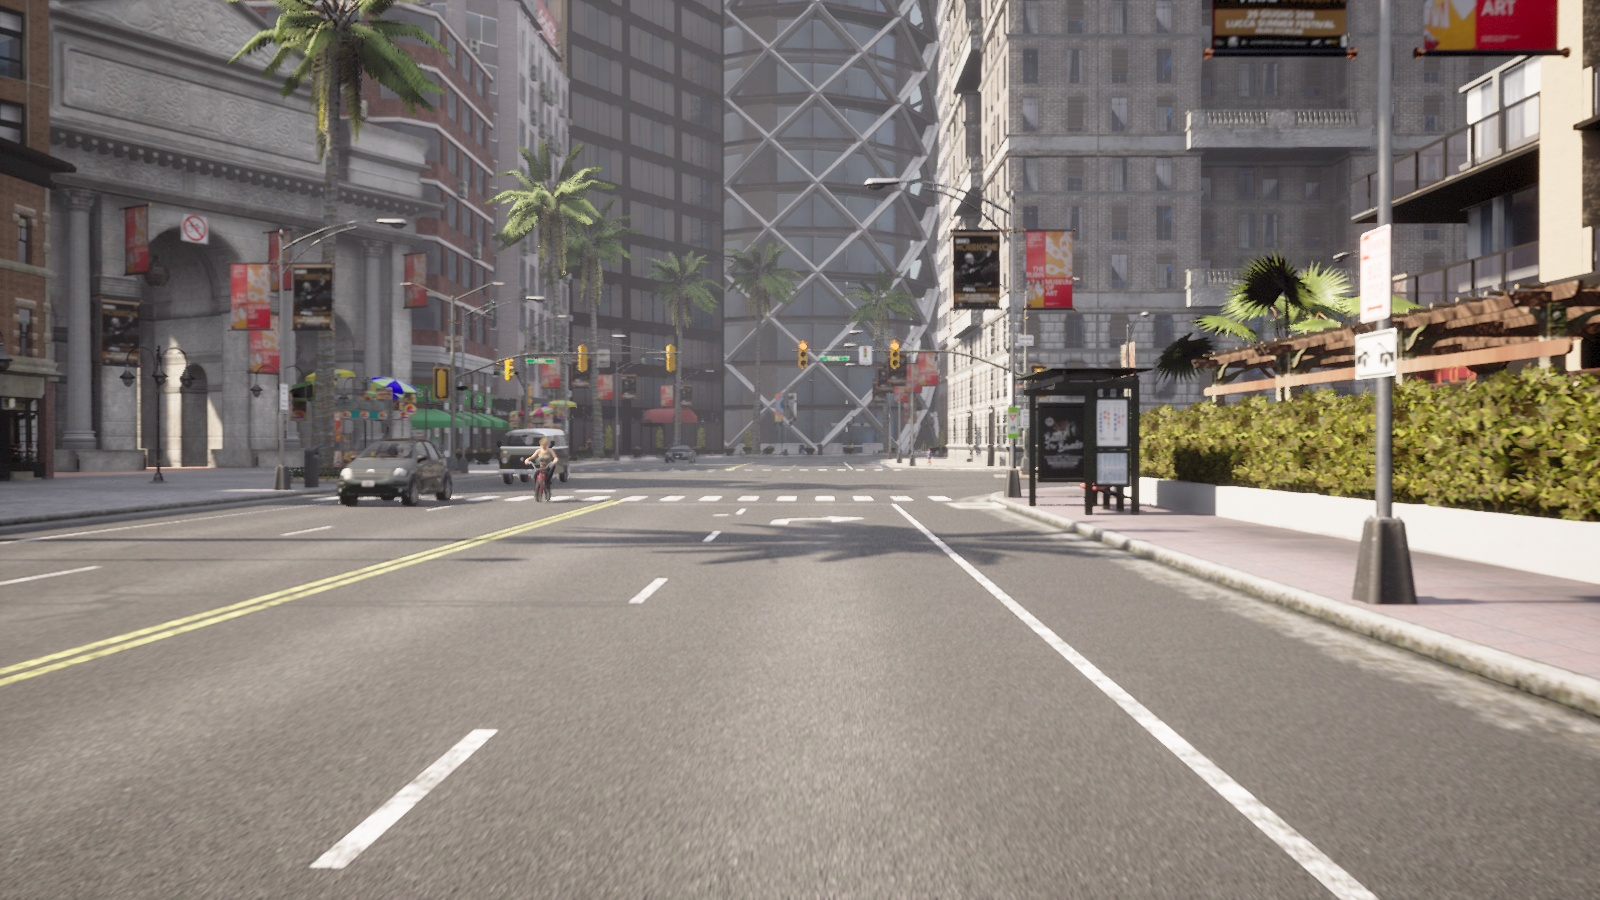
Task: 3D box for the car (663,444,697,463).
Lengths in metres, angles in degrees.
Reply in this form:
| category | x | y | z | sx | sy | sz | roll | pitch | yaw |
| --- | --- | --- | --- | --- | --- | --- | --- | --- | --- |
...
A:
| category | x | y | z | sx | sy | sz | roll | pitch | yaw |
| --- | --- | --- | --- | --- | --- | --- | --- | --- | --- |
| car | -8.934 | 0.274 | 93.712 | 1.994 | 1.385 | 4.181 | 0 | 0 | 2 |

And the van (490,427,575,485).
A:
| category | x | y | z | sx | sy | sz | roll | pitch | yaw |
| --- | --- | --- | --- | --- | --- | --- | --- | --- | --- |
| van | -9.736 | 0.202 | 46.073 | 2.069 | 2.038 | 4.480 | 0 | 0 | 1 |

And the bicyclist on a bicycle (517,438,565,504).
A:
| category | x | y | z | sx | sy | sz | roll | pitch | yaw |
| --- | --- | --- | --- | --- | --- | --- | --- | --- | --- |
| bicyclist on a bicycle | -6.471 | 0.500 | 31.432 | 0.866 | 1.612 | 1.509 | 0 | 0 | 1 |

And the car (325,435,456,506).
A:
| category | x | y | z | sx | sy | sz | roll | pitch | yaw |
| --- | --- | --- | --- | --- | --- | --- | --- | --- | --- |
| car | -9.985 | 0.462 | 30.940 | 1.851 | 1.617 | 3.988 | 0 | 0 | 1 |
